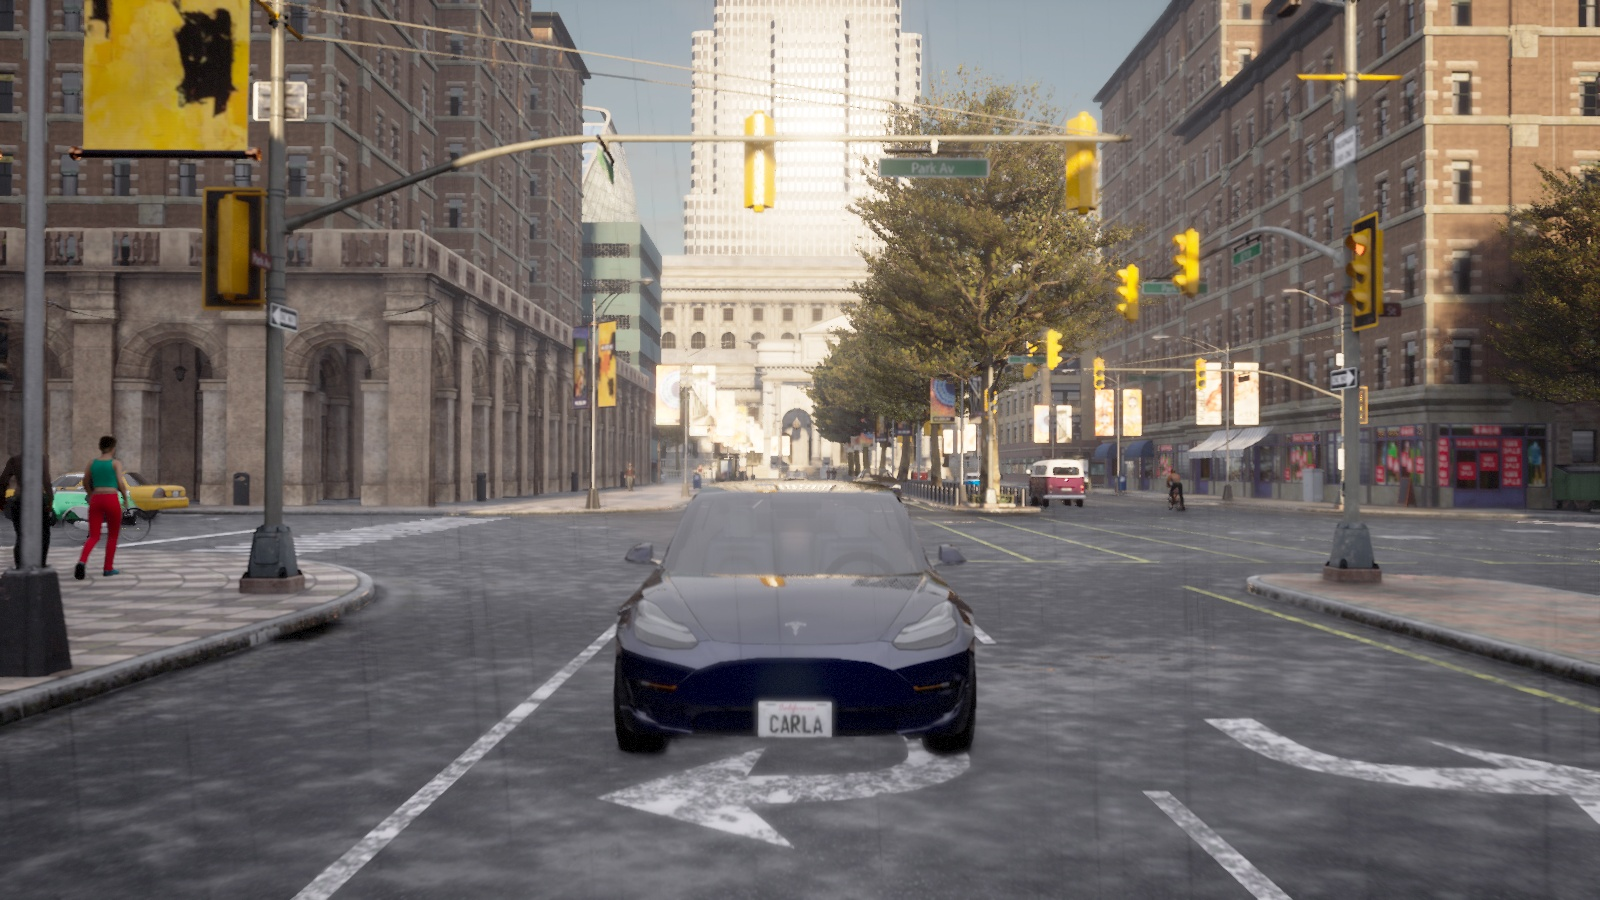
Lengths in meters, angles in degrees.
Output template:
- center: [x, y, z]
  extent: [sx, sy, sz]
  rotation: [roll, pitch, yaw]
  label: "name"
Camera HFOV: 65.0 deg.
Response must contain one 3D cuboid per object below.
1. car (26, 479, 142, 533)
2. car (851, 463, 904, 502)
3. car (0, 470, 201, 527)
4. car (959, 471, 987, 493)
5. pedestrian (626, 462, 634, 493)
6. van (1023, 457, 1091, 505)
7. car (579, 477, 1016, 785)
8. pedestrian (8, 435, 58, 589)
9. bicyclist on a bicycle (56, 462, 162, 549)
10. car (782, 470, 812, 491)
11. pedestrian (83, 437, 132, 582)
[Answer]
- center: [-18.870, 1.453, 33.167]
  extent: [2.207, 1.376, 1.481]
  rotation: [0, -1, -1]
  label: "car"
- center: [3.440, 1.451, 56.803]
  extent: [2.152, 1.651, 5.027]
  rotation: [0, -1, 1]
  label: "car"
- center: [-20.587, 1.397, 36.655]
  extent: [5.366, 1.575, 1.801]
  rotation: [0, -1, 0]
  label: "car"
- center: [11.282, 2.084, 82.047]
  extent: [1.481, 1.376, 2.207]
  rotation: [0, 0, 0]
  label: "car"
- center: [-10.250, 1.677, 75.882]
  extent: [0.376, 1.854, 0.720]
  rotation: [0, -1, 0]
  label: "pedestrian"
- center: [11.364, 1.352, 55.795]
  extent: [2.069, 2.038, 4.480]
  rotation: [0, 0, 0]
  label: "van"
- center: [-0.021, 0.945, 8.625]
  extent: [2.163, 1.488, 4.792]
  rotation: [0, -1, 0]
  label: "car"
- center: [-9.401, 0.744, 15.401]
  extent: [0.331, 1.846, 0.634]
  rotation: [0, -1, -13]
  label: "pedestrian"
- center: [-14.416, 1.144, 26.206]
  extent: [1.843, 1.776, 0.659]
  rotation: [-1, -1, 0]
  label: "bicyclist on a bicycle"
- center: [-0.232, 2.247, 93.210]
  extent: [2.163, 1.488, 4.792]
  rotation: [0, -1, 0]
  label: "car"
- center: [-8.885, 0.753, 16.124]
  extent: [0.345, 1.836, 0.594]
  rotation: [0, -1, -6]
  label: "pedestrian"
